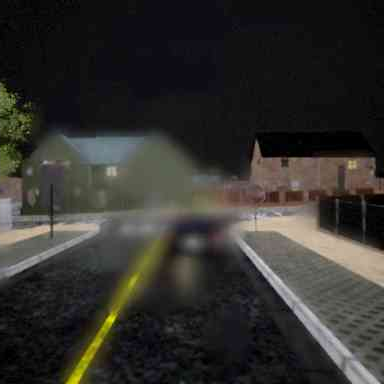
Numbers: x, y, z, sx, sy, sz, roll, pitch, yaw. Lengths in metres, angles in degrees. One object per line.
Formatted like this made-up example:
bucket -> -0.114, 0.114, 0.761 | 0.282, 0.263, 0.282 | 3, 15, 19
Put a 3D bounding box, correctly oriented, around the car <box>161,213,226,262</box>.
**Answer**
car -> 0.047, 1.400, 11.470 | 1.994, 1.385, 4.181 | 0, 1, 0
